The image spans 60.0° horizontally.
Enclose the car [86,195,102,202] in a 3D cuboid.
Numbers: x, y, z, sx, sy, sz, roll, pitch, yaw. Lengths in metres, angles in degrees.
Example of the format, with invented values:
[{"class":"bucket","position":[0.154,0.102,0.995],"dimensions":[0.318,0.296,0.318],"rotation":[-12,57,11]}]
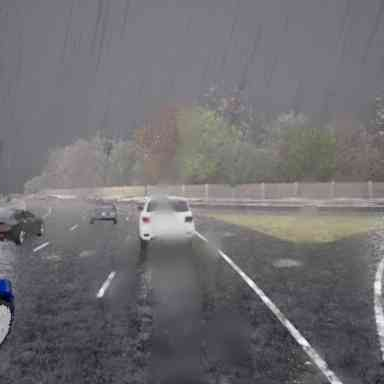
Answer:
[{"class":"car","position":[-17.603,1.311,59.769],"dimensions":[2.097,1.767,4.553],"rotation":[0,0,-31]}]

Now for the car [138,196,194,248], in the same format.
[{"class":"car","position":[-1.238,1.195,14.982],"dimensions":[2.150,2.045,5.566],"rotation":[0,0,-8]}]

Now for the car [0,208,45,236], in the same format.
[{"class":"car","position":[-8.275,1.514,15.297],"dimensions":[1.837,1.490,4.892],"rotation":[0,0,-8]}]

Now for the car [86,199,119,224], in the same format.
[{"class":"car","position":[-6.476,1.526,24.734],"dimensions":[2.033,1.411,5.357],"rotation":[0,0,-13]}]

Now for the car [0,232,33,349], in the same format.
[{"class":"car","position":[-3.596,1.489,3.095],"dimensions":[1.882,1.535,5.008],"rotation":[0,0,-2]}]
